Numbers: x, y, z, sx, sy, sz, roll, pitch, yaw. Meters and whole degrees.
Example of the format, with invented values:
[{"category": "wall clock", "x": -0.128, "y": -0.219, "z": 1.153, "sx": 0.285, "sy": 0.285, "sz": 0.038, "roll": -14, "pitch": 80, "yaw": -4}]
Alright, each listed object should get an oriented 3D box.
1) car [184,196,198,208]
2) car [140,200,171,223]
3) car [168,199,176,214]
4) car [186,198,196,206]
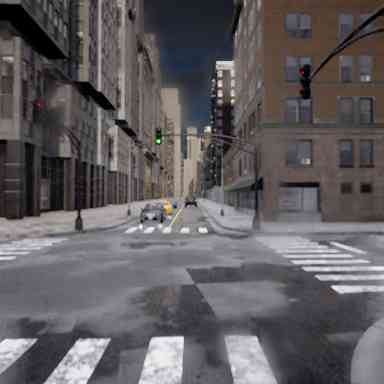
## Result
[{"category": "car", "x": -0.174, "y": 1.656, "z": 58.650, "sx": 2.150, "sy": 2.045, "sz": 5.566, "roll": 0, "pitch": 0, "yaw": 0}, {"category": "car", "x": -3.172, "y": 1.712, "z": 27.786, "sx": 2.128, "sy": 1.511, "sz": 4.902, "roll": 0, "pitch": 0, "yaw": 0}, {"category": "car", "x": -3.204, "y": 1.767, "z": 37.329, "sx": 1.882, "sy": 1.535, "sz": 5.008, "roll": 0, "pitch": 0, "yaw": 0}, {"category": "car", "x": -0.205, "y": 2.030, "z": 69.041, "sx": 1.812, "sy": 1.442, "sz": 4.674, "roll": 0, "pitch": 0, "yaw": 0}]
